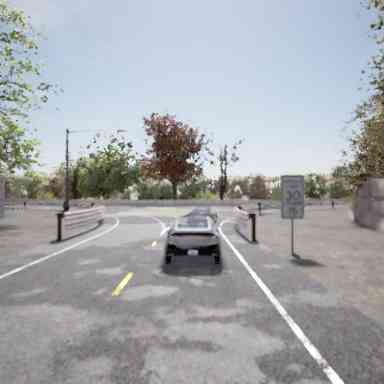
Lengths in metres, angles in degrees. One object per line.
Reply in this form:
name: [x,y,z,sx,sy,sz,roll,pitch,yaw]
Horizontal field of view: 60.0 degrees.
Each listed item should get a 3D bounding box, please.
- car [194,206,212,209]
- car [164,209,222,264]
car: [0.931,1.833,27.106,1.994,1.385,4.181,0,0,11]
car: [0.044,1.614,12.317,2.128,1.511,4.902,0,-1,0]
